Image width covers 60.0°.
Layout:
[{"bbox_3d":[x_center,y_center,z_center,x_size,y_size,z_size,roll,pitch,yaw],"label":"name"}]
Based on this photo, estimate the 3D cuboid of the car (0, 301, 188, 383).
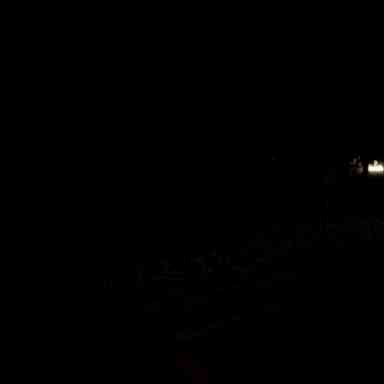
[{"bbox_3d":[-2.163,1.526,1.836,4.674,1.442,1.812,0,0,-35],"label":"car"}]
